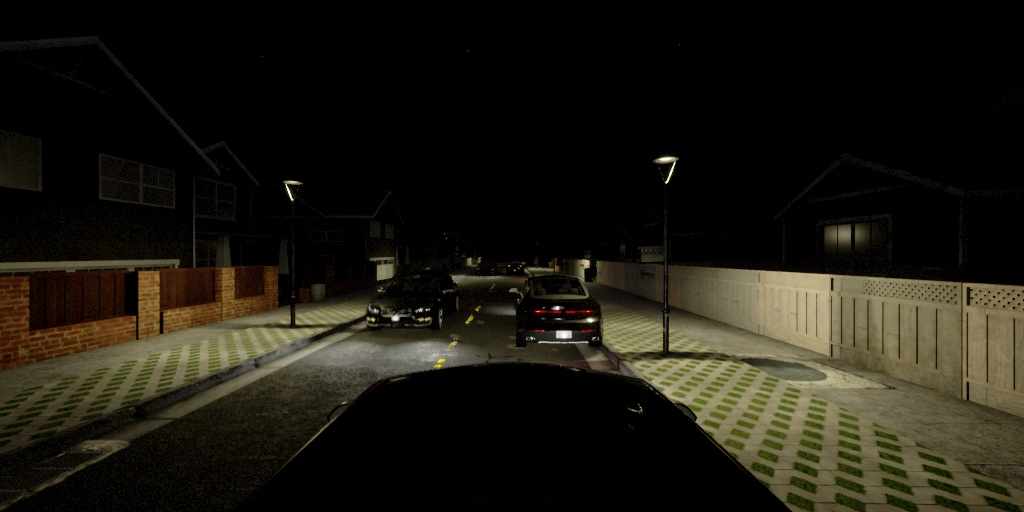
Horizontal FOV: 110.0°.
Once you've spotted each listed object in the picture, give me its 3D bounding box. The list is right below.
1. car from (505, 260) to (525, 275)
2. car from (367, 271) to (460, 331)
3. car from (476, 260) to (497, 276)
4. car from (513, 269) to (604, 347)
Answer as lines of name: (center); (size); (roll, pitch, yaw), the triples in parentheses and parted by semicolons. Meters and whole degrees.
car: (0.311, 1.198, 37.573); (2.128, 1.511, 4.902); (0, 0, 1)
car: (-2.785, 1.249, 11.039); (1.837, 1.490, 4.892); (0, 0, 0)
car: (-2.524, 1.186, 36.571); (1.882, 1.535, 5.008); (0, 0, 0)
car: (1.010, 1.251, 9.265); (1.837, 1.490, 4.892); (0, 0, 0)
